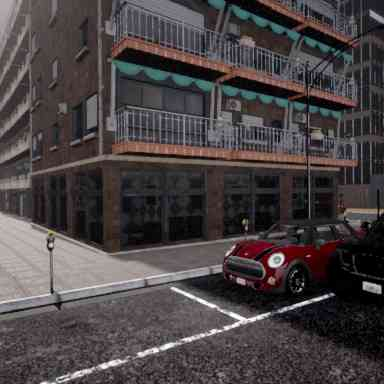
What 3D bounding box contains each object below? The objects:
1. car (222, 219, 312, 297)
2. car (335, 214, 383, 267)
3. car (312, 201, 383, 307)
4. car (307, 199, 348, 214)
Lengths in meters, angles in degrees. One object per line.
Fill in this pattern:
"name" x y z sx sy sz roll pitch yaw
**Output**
"car" 2.697 1.439 8.485 4.097 1.590 1.967 0 -1 -35
"car" 7.198 1.543 11.687 4.507 1.381 1.887 0 -1 -35
"car" 5.227 1.219 7.077 5.566 2.045 2.150 0 0 -35
"car" 16.482 1.745 40.570 1.967 1.590 4.097 -2 0 -36
